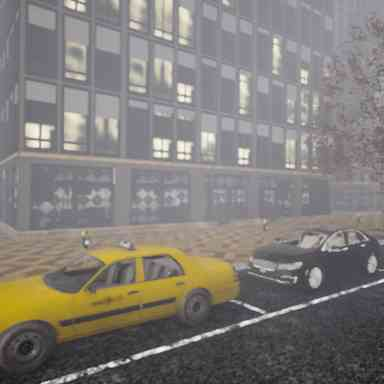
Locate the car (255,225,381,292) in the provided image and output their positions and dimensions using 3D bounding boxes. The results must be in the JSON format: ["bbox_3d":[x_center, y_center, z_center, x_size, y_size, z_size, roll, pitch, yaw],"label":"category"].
[{"bbox_3d":[3.431,1.601,9.004,4.403,1.369,2.008,0,0,-35],"label":"car"}]

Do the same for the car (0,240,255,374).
[{"bbox_3d":[-1.343,1.539,5.599,4.829,1.417,1.752,0,0,-35],"label":"car"}]
